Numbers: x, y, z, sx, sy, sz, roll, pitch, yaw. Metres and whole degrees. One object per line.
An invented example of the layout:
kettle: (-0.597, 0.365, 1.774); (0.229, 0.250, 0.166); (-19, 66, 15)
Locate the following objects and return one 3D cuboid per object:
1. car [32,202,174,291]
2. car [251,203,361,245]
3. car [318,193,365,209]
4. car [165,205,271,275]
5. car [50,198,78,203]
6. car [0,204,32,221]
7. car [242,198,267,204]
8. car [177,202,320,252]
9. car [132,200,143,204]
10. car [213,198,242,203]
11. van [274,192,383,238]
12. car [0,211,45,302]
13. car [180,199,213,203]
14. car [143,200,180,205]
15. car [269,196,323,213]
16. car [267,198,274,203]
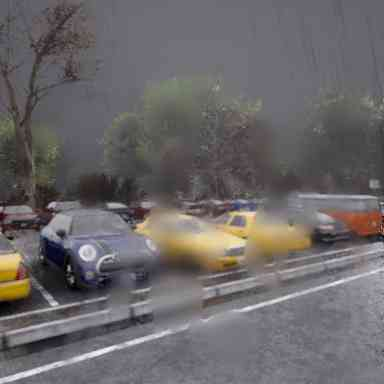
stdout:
car: (-2.700, 1.310, 9.174); (2.185, 1.767, 4.553); (-1, 0, -36)
car: (4.207, 1.409, 14.090); (2.002, 1.452, 4.674); (-1, 0, -36)
car: (17.502, 1.021, 39.036); (2.185, 1.767, 4.553); (0, 0, -36)
car: (-0.277, 1.411, 10.646); (1.946, 1.575, 5.366); (-1, 0, -36)
car: (-7.890, 1.289, 20.919); (2.185, 1.767, 4.553); (-1, 0, -36)
car: (-10.168, 1.437, 19.252); (2.097, 1.535, 5.008); (-1, 0, -36)
car: (3.702, 1.302, 29.195); (2.097, 1.535, 5.008); (-1, 0, -36)
car: (1.802, 1.388, 12.595); (1.946, 1.575, 5.366); (-1, 0, -36)
car: (-5.574, 1.392, 22.537); (2.097, 1.535, 5.008); (-1, 0, -36)
car: (1.408, 1.324, 27.549); (2.097, 1.535, 5.008); (-1, 0, -36)
van: (6.431, 1.121, 15.833); (1.878, 1.987, 4.442); (-1, 0, -36)
car: (-5.085, 1.455, 7.652); (1.946, 1.575, 5.366); (-1, 0, -36)
car: (-0.906, 1.376, 25.930); (2.163, 1.488, 4.792); (-1, 0, -36)
car: (-3.286, 1.370, 24.191); (2.097, 1.535, 5.008); (-1, 0, -36)
car: (10.574, 1.233, 34.148); (2.231, 1.521, 4.892); (-1, 0, -36)
car: (5.995, 1.281, 30.843); (2.231, 1.521, 4.892); (-1, 0, -36)
